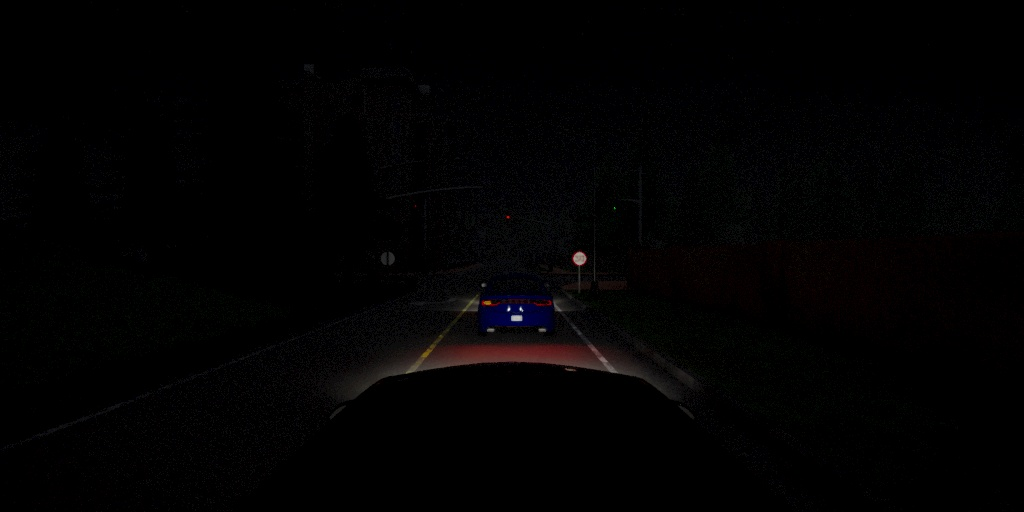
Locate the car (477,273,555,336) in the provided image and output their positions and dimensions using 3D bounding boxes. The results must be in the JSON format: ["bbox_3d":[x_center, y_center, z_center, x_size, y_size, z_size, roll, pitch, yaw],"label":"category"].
[{"bbox_3d":[0.098,1.228,10.415,1.882,1.535,5.008,0,0,0],"label":"car"}]
